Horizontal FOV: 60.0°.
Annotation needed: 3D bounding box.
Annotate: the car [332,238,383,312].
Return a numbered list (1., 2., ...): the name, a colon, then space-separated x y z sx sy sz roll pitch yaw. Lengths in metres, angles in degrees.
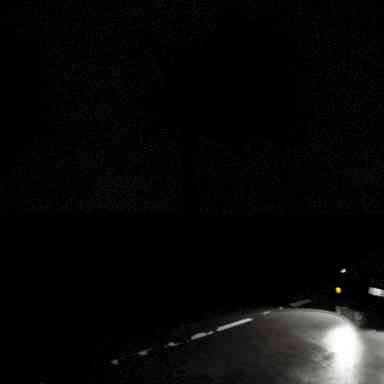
1. car: 4.804 1.561 6.979 4.181 1.385 1.994 0 0 -37
